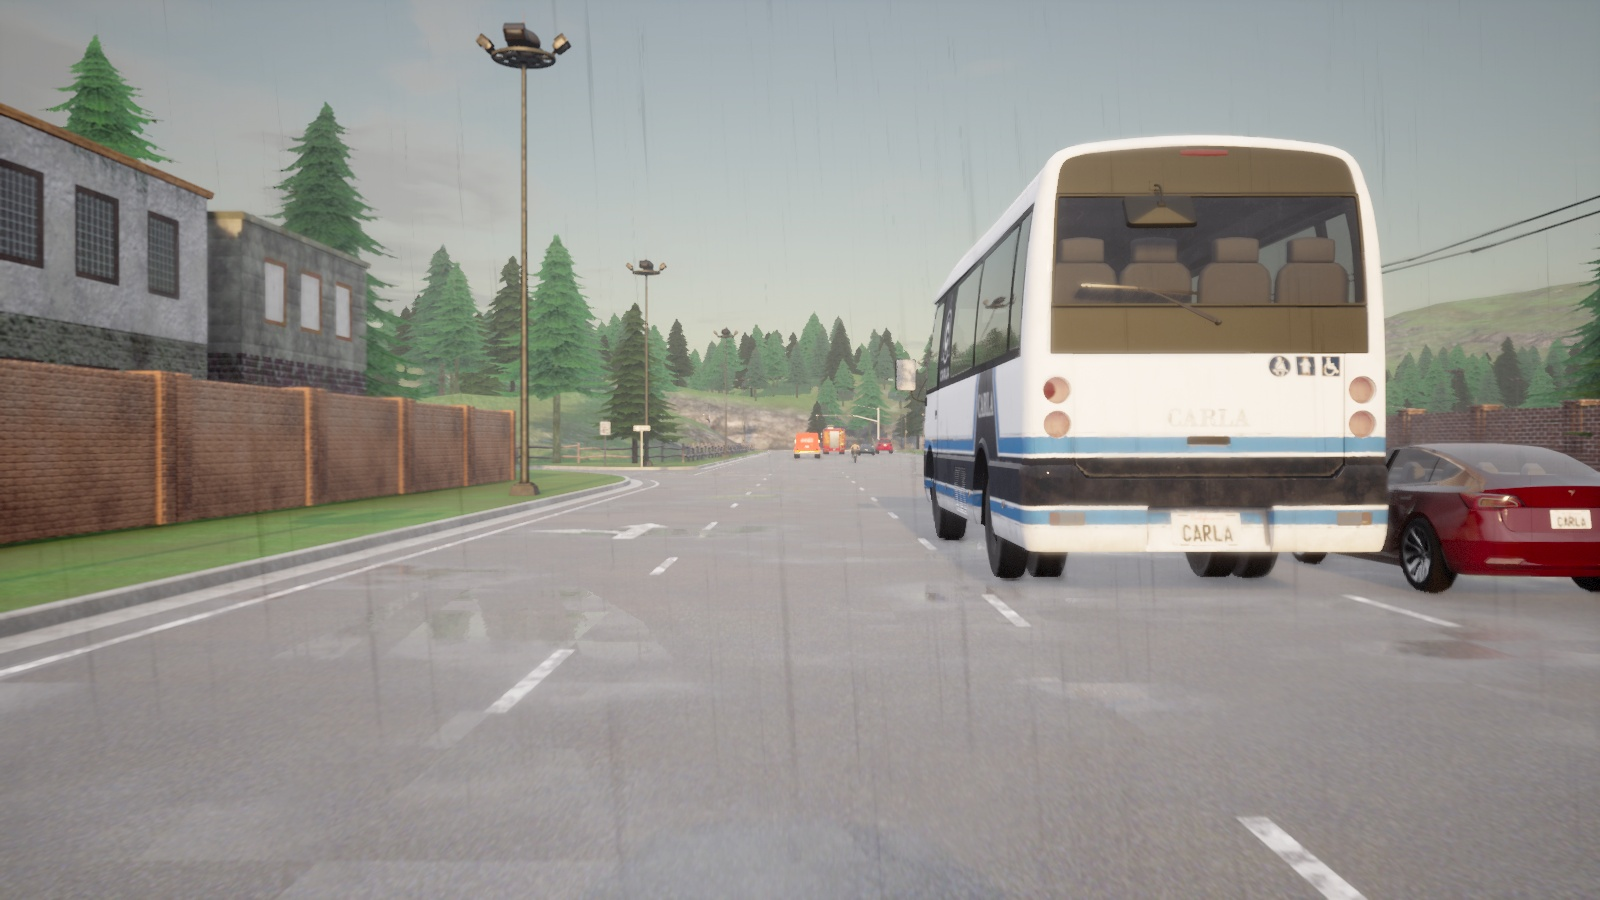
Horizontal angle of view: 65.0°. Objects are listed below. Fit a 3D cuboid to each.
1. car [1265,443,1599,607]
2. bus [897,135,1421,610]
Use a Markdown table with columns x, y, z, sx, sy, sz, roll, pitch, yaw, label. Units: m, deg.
| x | y | z | sx | sy | sz | roll | pitch | yaw | label |
| --- | --- | --- | --- | --- | --- | --- | --- | --- | --- |
| 7.094 | 0.674 | 13.852 | 2.163 | 1.488 | 4.792 | 0 | 0 | 0 | car |
| 3.609 | -0.719 | 16.392 | 3.944 | 4.253 | 10.273 | 0 | 0 | 0 | bus |
